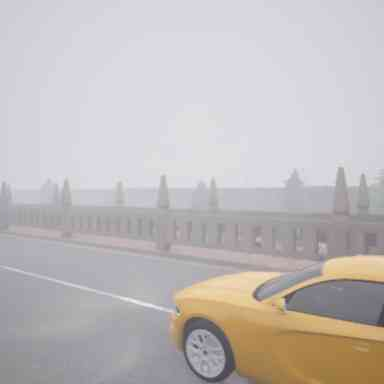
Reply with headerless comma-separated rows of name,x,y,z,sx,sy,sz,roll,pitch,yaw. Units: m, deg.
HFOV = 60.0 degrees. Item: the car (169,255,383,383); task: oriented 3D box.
car,1.991,1.480,3.738,5.008,1.535,1.882,0,0,35
